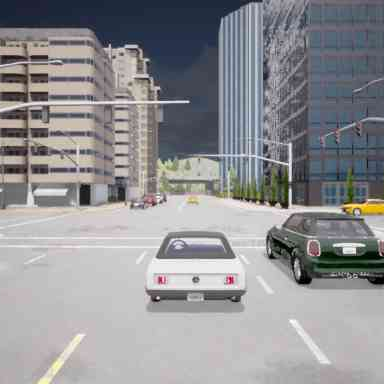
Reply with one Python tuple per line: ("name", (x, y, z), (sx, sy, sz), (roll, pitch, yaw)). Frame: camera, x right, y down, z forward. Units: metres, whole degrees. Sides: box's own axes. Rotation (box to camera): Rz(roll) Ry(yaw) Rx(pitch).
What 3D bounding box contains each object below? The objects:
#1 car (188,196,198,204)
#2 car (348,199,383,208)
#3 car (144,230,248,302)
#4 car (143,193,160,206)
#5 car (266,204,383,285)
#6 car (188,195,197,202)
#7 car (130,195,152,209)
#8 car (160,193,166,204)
("car", (0.178, 1.477, 65.341), (1.882, 1.535, 5.008), (0, 0, 0))
("car", (16.856, 1.422, 31.570), (5.008, 1.535, 1.882), (0, 0, 1))
("car", (0.085, 1.601, 8.202), (1.895, 1.301, 4.718), (0, 0, 0))
("car", (-7.025, 1.222, 54.209), (2.150, 2.045, 5.566), (0, 0, 0))
("car", (3.593, 1.352, 9.694), (2.097, 1.767, 4.553), (0, 0, 0))
("car", (0.094, 1.540, 77.354), (2.033, 1.411, 5.357), (0, 0, 0))
("car", (-7.044, 1.491, 44.637), (2.128, 1.511, 4.902), (0, 0, 0))
("car", (-6.961, 1.221, 64.685), (2.150, 2.045, 5.566), (0, 0, 2))
